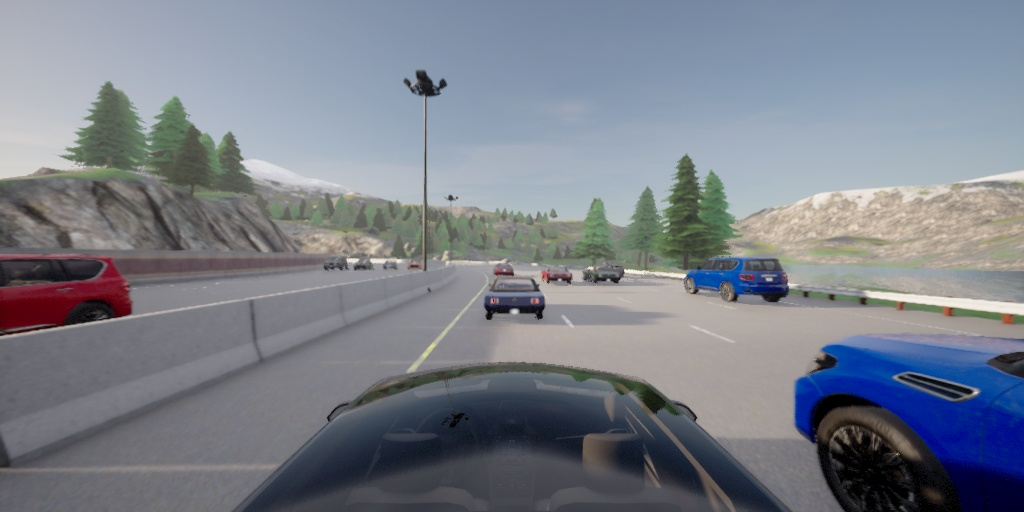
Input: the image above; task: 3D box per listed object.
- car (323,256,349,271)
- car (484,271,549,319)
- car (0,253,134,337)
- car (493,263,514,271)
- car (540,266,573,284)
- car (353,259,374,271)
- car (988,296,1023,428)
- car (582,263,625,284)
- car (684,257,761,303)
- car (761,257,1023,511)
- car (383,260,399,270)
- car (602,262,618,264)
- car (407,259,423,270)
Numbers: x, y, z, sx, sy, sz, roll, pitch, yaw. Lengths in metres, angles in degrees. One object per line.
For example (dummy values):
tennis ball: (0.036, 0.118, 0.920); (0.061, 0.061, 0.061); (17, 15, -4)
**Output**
car: (-24.347, 1.020, 49.858); (2.150, 2.045, 5.566); (0, 0, -12)
car: (0.079, 1.383, 12.970); (1.895, 1.301, 4.718); (0, 0, 0)
car: (-10.611, 0.947, 6.656); (2.150, 2.045, 5.566); (0, 0, 0)
car: (-0.980, 1.413, 38.342); (1.994, 1.385, 4.181); (0, 0, -6)
car: (3.348, 1.436, 27.971); (1.895, 1.301, 4.718); (0, 0, -2)
car: (-21.047, 1.165, 51.000); (2.097, 1.767, 4.553); (0, 0, -12)
car: (7.089, 1.269, 2.085); (2.128, 1.511, 4.902); (0, 0, 0)
car: (6.848, 1.448, 27.978); (1.895, 1.301, 4.718); (0, 0, -2)
car: (10.573, 1.054, 17.412); (2.150, 2.045, 5.566); (0, 0, 0)
car: (3.586, 0.985, 0.800); (2.150, 2.045, 5.566); (0, 0, 0)
car: (-17.872, 1.320, 52.904); (2.128, 1.511, 4.902); (0, 0, -12)
car: (9.763, 1.374, 36.411); (2.128, 1.511, 4.902); (0, 0, -6)
car: (-14.483, 1.196, 53.772); (2.097, 1.767, 4.553); (0, 0, -13)
